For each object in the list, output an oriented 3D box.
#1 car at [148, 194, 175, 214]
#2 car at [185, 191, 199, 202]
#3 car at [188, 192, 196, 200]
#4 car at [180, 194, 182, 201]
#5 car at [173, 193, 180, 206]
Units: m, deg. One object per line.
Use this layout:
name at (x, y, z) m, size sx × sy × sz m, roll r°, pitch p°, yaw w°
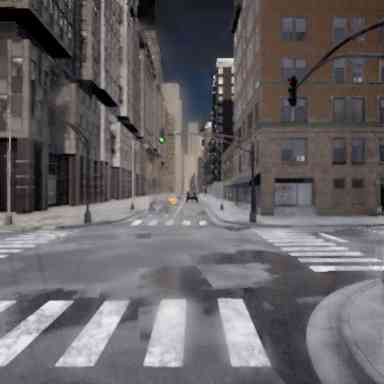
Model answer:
car at (-3.098, 1.276, 32.505) m, size 2.128 × 1.511 × 4.902 m, roll 0°, pitch 0°, yaw 0°
car at (-0.012, 0.797, 60.194) m, size 2.150 × 2.045 × 5.566 m, roll 0°, pitch 0°, yaw 0°
car at (-0.014, 0.847, 70.589) m, size 1.812 × 1.442 × 4.674 m, roll 0°, pitch 0°, yaw 0°
car at (-3.013, 0.935, 64.754) m, size 1.882 × 1.535 × 5.008 m, roll 0°, pitch 0°, yaw 0°
car at (-3.087, 1.152, 47.486) m, size 1.882 × 1.535 × 5.008 m, roll 0°, pitch 1°, yaw 0°
